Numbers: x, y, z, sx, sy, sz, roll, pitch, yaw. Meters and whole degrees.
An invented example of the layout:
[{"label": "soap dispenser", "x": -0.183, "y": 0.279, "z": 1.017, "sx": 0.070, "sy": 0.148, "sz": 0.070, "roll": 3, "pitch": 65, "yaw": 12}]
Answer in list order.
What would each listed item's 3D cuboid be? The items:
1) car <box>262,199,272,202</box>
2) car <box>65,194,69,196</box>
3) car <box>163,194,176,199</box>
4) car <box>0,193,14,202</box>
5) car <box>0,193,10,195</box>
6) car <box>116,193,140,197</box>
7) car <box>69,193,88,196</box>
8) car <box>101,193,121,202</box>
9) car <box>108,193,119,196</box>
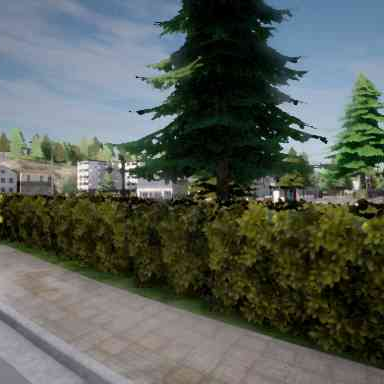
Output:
[{"label": "car", "x": 9.908, "y": 1.478, "z": 44.353, "sx": 5.008, "sy": 1.535, "sz": 1.882, "roll": 0, "pitch": 0, "yaw": -45}, {"label": "car", "x": -31.208, "y": 1.232, "z": 85.629, "sx": 3.806, "sy": 1.475, "sz": 1.970, "roll": 0, "pitch": 0, "yaw": -45}, {"label": "car", "x": -2.229, "y": 1.221, "z": 37.447, "sx": 5.566, "sy": 2.045, "sz": 2.150, "roll": 0, "pitch": 0, "yaw": -45}, {"label": "car", "x": -41.101, "y": 1.097, "z": 71.348, "sx": 4.605, "sy": 1.855, "sz": 1.932, "roll": 0, "pitch": 0, "yaw": -45}, {"label": "car", "x": -23.122, "y": 1.330, "z": 40.952, "sx": 5.027, "sy": 1.636, "sz": 2.152, "roll": 0, "pitch": 0, "yaw": -45}, {"label": "car", "x": -9.685, "y": 1.384, "z": 53.909, "sx": 3.806, "sy": 1.475, "sz": 1.970, "roll": 0, "pitch": 0, "yaw": -45}, {"label": "car", "x": -26.486, "y": 1.154, "z": 81.271, "sx": 5.027, "sy": 1.636, "sz": 2.152, "roll": 0, "pitch": 0, "yaw": -45}, {"label": "car", "x": -17.533, "y": 1.077, "z": 72.131, "sx": 3.866, "sy": 1.878, "sz": 1.905, "roll": 0, "pitch": 0, "yaw": -45}, {"label": "car", "x": -15.205, "y": 1.097, "z": 70.344, "sx": 4.605, "sy": 1.855, "sz": 1.932, "roll": 0, "pitch": 0, "yaw": -45}]
